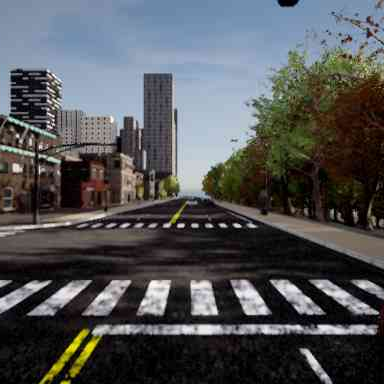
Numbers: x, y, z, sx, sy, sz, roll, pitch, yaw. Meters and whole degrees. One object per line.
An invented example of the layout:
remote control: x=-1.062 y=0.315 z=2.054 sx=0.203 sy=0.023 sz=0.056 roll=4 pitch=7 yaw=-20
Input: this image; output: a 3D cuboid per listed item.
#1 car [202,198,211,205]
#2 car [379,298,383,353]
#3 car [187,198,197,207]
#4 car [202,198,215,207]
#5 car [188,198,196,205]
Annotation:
car: x=3.208 y=2.118 z=72.867 sx=1.837 sy=1.490 sz=4.892 roll=0 pitch=0 yaw=0
car: x=3.348 y=1.499 z=2.304 sx=1.882 sy=1.535 sz=5.008 roll=0 pitch=0 yaw=0
car: x=0.062 y=2.144 z=63.892 sx=1.895 sy=1.301 sz=4.718 roll=0 pitch=0 yaw=0
car: x=3.310 y=2.078 z=62.373 sx=2.033 sy=1.411 sz=5.357 roll=0 pitch=0 yaw=0
car: x=-0.044 y=2.127 z=73.932 sx=1.837 sy=1.490 sz=4.892 roll=0 pitch=0 yaw=0
